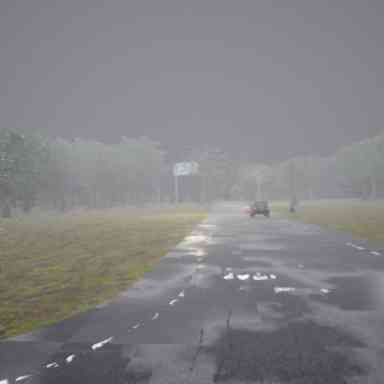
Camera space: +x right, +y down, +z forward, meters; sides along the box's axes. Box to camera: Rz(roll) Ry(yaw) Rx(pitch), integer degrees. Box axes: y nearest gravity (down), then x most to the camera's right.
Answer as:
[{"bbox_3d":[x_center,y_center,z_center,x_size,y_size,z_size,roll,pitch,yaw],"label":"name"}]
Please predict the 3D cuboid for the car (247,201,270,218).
[{"bbox_3d":[8.745,2.214,43.144,2.150,2.045,5.566,-1,-1,6],"label":"car"}]
